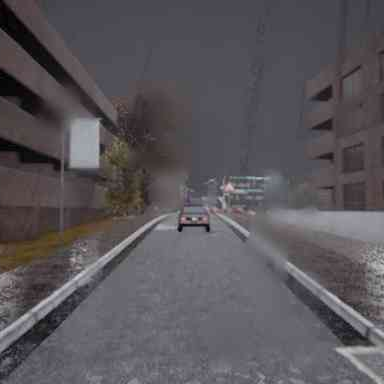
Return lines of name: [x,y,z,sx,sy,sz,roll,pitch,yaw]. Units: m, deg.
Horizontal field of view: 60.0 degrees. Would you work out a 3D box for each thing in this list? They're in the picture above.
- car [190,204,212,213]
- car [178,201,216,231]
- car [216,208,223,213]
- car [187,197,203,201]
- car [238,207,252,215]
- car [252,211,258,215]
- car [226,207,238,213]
car: [2.036,3.901,77.762,2.435,2.045,5.566,2,-4,-30]
car: [0.117,1.498,20.265,2.033,1.411,5.357,0,0,0]
car: [4.916,4.208,78.341,2.185,1.767,4.553,5,-5,-31]
car: [0.338,1.553,37.884,2.150,2.045,5.566,0,-1,1]
car: [10.887,4.652,79.384,2.435,2.045,5.566,8,-6,-30]
car: [13.720,5.207,80.068,1.946,1.575,5.366,7,-5,-30]
car: [7.889,4.471,78.832,2.185,1.767,4.553,7,-5,-30]
